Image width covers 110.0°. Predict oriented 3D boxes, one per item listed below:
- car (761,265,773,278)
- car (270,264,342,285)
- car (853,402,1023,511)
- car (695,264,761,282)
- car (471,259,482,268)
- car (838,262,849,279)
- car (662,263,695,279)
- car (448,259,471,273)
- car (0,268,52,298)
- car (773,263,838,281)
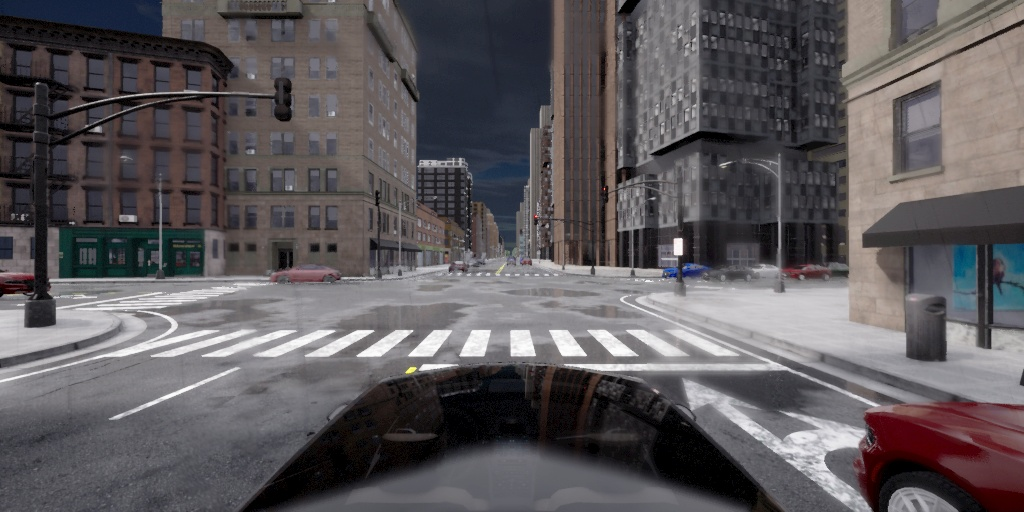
[{"bbox_3d":[26.006,1.640,37.381,4.674,1.442,1.812,1,0,-15],"label":"car"},{"bbox_3d":[-13.777,1.201,24.217,4.181,1.385,1.994,1,0,-19],"label":"car"},{"bbox_3d":[3.353,1.228,0.439,1.882,1.535,5.008,0,0,0],"label":"car"},{"bbox_3d":[19.276,1.515,32.067,4.892,1.490,1.837,1,0,-17],"label":"car"},{"bbox_3d":[-6.685,1.255,60.131,2.128,1.511,4.902,0,0,0],"label":"car"},{"bbox_3d":[35.015,1.571,39.664,4.553,1.767,2.097,1,0,-13],"label":"car"},{"bbox_3d":[17.024,1.487,34.810,5.008,1.535,1.882,1,0,-16],"label":"car"},{"bbox_3d":[-6.676,1.285,44.741,1.812,1.442,4.674,0,0,0],"label":"car"},{"bbox_3d":[-22.331,0.962,14.468,5.008,1.535,1.882,1,0,-17],"label":"car"},{"bbox_3d":[28.327,1.594,34.640,5.008,1.535,1.882,1,0,-15],"label":"car"}]
